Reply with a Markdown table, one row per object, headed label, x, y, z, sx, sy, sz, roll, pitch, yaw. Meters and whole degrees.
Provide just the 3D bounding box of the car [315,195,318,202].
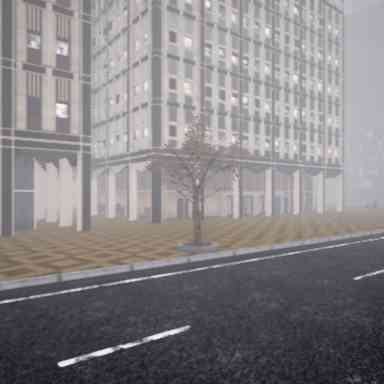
| label | x | y | z | sx | sy | sz | roll | pitch | yaw |
| --- | --- | --- | --- | --- | --- | --- | --- | --- | --- |
| car | 27.557 | 1.593 | 74.626 | 2.150 | 2.045 | 5.566 | 0 | -1 | -9 |
